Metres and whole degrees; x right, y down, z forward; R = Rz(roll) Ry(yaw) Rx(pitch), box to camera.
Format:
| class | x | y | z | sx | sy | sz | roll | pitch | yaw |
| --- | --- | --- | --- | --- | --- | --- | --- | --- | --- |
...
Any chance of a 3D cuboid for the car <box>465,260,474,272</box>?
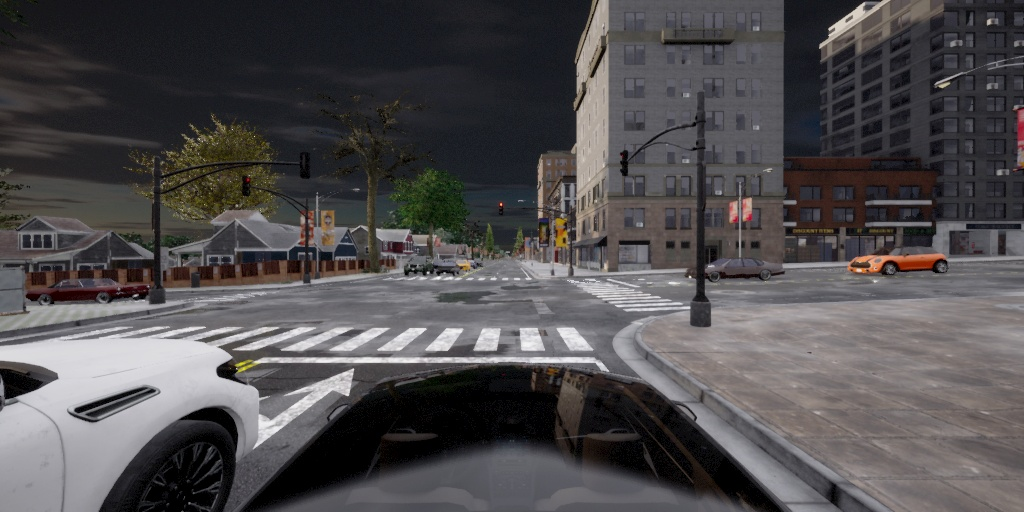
| class | x | y | z | sx | sy | sz | roll | pitch | yaw |
| --- | --- | --- | --- | --- | --- | --- | --- | --- | --- |
| car | -6.637 | 1.261 | 47.679 | 1.882 | 1.535 | 5.008 | 0 | 0 | 0 |

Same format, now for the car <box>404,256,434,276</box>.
| class | x | y | z | sx | sy | sz | roll | pitch | yaw |
| --- | --- | --- | --- | --- | --- | --- | --- | --- | --- |
| car | -9.875 | 0.990 | 38.581 | 2.150 | 2.045 | 5.566 | 0 | 0 | 0 |

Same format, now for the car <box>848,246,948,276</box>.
| class | x | y | z | sx | sy | sz | roll | pitch | yaw |
| --- | --- | --- | --- | --- | --- | --- | --- | --- | --- |
| car | 23.428 | 0.219 | 21.911 | 4.553 | 1.767 | 2.097 | -2 | 0 | 0 |

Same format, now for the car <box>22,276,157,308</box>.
| class | x | y | z | sx | sy | sz | roll | pitch | yaw |
| --- | --- | --- | --- | --- | --- | --- | --- | --- | --- |
| car | -21.638 | 1.806 | 18.524 | 4.718 | 1.301 | 1.895 | -2 | 0 | 0 |

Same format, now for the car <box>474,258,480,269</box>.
| class | x | y | z | sx | sy | sz | roll | pitch | yaw |
| --- | --- | --- | --- | --- | --- | --- | --- | --- | --- |
| car | -6.640 | 1.333 | 57.016 | 1.812 | 1.442 | 4.674 | 0 | 0 | 0 |

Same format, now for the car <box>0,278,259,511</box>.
| class | x | y | z | sx | sy | sz | roll | pitch | yaw |
| --- | --- | --- | --- | --- | --- | --- | --- | --- | --- |
| car | -3.146 | 0.972 | 0.545 | 2.150 | 2.045 | 5.566 | 0 | 0 | 0 |

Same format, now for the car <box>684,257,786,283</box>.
| class | x | y | z | sx | sy | sz | roll | pitch | yaw |
| --- | --- | --- | --- | --- | --- | --- | --- | --- | --- |
| car | 13.507 | 0.793 | 21.879 | 5.357 | 1.411 | 2.033 | -2 | 0 | 0 |

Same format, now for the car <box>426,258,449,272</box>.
| class | x | y | z | sx | sy | sz | roll | pitch | yaw |
| --- | --- | --- | --- | --- | --- | --- | --- | --- | --- |
| car | -9.884 | 1.136 | 48.053 | 2.097 | 1.767 | 4.553 | 0 | 0 | 0 |

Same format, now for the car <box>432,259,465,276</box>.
| class | x | y | z | sx | sy | sz | roll | pitch | yaw |
| --- | --- | --- | --- | --- | --- | --- | --- | --- | --- |
| car | -6.629 | 1.316 | 37.888 | 2.033 | 1.411 | 5.357 | 0 | 0 | 0 |
